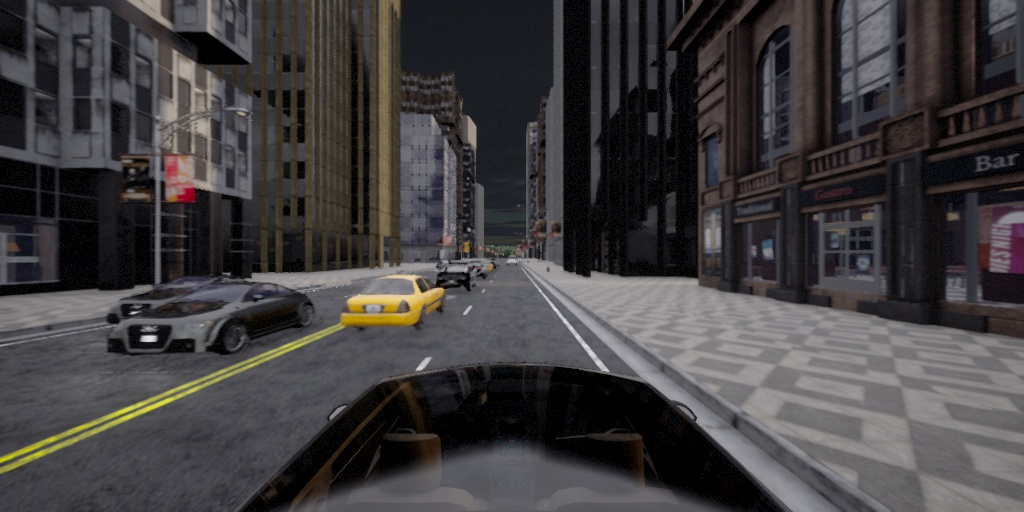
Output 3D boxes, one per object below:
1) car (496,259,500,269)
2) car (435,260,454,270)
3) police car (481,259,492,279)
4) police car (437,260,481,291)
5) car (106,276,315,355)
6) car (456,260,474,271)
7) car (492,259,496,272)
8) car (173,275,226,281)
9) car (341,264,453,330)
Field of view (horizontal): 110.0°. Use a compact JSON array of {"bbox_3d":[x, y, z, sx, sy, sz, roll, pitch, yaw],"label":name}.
[{"bbox_3d":[-3.250,1.248,54.785,1.837,1.490,4.892,0,0,0],"label":"car"},{"bbox_3d":[-9.818,1.271,52.512,1.812,1.442,4.674,0,0,0],"label":"car"},{"bbox_3d":[-3.250,1.252,32.786,2.038,1.542,4.974,0,0,0],"label":"police car"},{"bbox_3d":[-3.250,1.174,21.895,1.930,1.638,5.238,0,0,0],"label":"police car"},{"bbox_3d":[-6.600,1.314,8.510,1.994,1.385,4.181,0,0,0],"label":"car"},{"bbox_3d":[-6.572,1.309,50.587,1.994,1.385,4.181,0,0,0],"label":"car"},{"bbox_3d":[-3.250,1.202,43.975,1.801,1.575,5.366,0,0,0],"label":"car"},{"bbox_3d":[-9.850,1.313,11.378,1.994,1.385,4.181,0,0,0],"label":"car"},{"bbox_3d":[-3.250,1.206,10.975,1.801,1.575,5.366,0,0,0],"label":"car"}]
